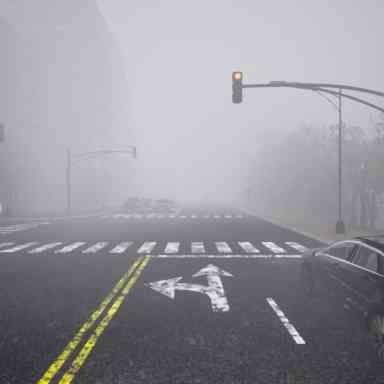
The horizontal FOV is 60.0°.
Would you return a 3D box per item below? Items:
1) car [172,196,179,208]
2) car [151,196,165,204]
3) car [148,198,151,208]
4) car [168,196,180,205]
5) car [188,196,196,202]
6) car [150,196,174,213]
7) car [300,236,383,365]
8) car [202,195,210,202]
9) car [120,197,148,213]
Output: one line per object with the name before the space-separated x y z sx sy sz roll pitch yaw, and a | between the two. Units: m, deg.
car | -3.340 1.573 46.955 1.994 1.385 4.181 0 0 0
car | -6.546 1.568 63.944 2.033 1.411 5.357 0 0 0
car | -6.595 1.557 47.548 2.033 1.411 5.357 0 0 0
car | -3.317 1.496 60.582 1.882 1.535 5.008 0 0 0
car | 0.008 1.628 78.446 1.895 1.301 4.718 0 0 0
car | -3.335 1.531 37.830 1.812 1.442 4.674 0 0 -1
car | 3.350 1.491 5.650 2.128 1.511 4.902 0 0 0
car | 3.257 1.511 78.516 1.882 1.535 5.008 0 0 0
car | -6.598 1.357 37.026 2.097 1.767 4.553 0 0 0
